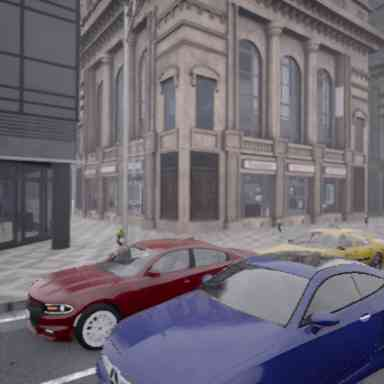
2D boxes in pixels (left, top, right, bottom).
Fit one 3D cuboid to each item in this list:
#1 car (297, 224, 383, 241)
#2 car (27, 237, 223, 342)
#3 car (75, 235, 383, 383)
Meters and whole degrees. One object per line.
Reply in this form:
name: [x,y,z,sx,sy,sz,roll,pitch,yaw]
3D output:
car: [3.826,1.617,9.392,4.829,1.417,1.752,1,-1,-36]
car: [-0.593,1.577,6.233,4.507,1.381,1.887,1,-1,-36]
car: [1.193,1.562,4.234,4.674,1.442,1.812,1,0,-36]
